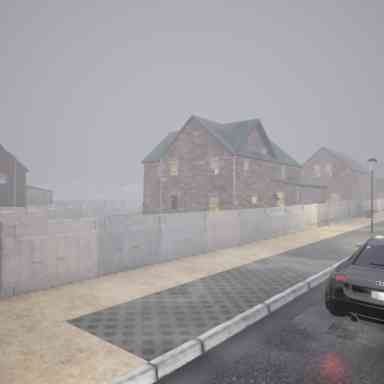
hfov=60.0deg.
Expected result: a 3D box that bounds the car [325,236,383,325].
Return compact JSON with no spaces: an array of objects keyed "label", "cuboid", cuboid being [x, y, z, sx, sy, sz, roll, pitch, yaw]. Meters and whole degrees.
[{"label":"car","cuboid":[4.225,1.576,6.638,1.994,1.385,4.181,0,0,40]}]
